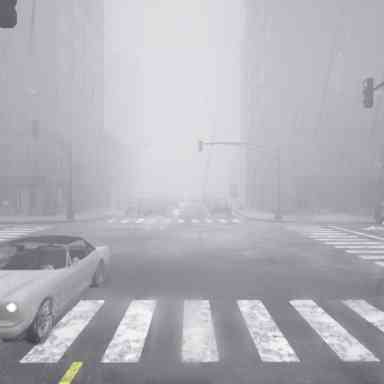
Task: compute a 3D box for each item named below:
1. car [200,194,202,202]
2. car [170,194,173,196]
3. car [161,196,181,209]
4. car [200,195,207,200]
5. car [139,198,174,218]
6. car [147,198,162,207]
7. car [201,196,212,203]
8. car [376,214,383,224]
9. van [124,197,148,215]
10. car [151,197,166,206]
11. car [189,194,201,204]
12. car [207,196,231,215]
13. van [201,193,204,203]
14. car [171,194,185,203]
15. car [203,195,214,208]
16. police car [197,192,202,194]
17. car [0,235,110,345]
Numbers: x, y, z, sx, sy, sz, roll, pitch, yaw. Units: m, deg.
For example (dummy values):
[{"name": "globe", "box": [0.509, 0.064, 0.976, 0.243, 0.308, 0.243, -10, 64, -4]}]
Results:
[{"name": "car", "box": [2.953, 1.527, 61.931, 1.752, 1.417, 4.829, 0, 0, 0]}, {"name": "car", "box": [-5.546, 1.566, 67.463, 1.947, 1.339, 4.313, 0, 0, 0]}, {"name": "car", "box": [-2.888, 1.604, 46.332, 1.895, 1.301, 4.718, 0, 0, 0]}, {"name": "car", "box": [3.086, 1.557, 90.108, 1.947, 1.339, 4.313, 0, 0, 0]}, {"name": "car", "box": [-3.133, 1.565, 30.523, 1.994, 1.385, 4.181, 0, 0, 5]}, {"name": "car", "box": [-5.626, 1.585, 50.458, 1.802, 1.307, 4.206, 0, 0, 0]}, {"name": "car", "box": [2.979, 1.551, 67.431, 2.008, 1.369, 4.403, 0, 0, 0]}, {"name": "car", "box": [14.598, 1.563, 20.752, 5.357, 1.411, 2.033, 0, 0, 0]}, {"name": "van", "box": [-5.706, 1.343, 33.453, 1.690, 1.788, 3.998, 0, 0, 0]}, {"name": "car", "box": [-5.600, 1.568, 56.127, 1.947, 1.339, 4.313, 0, 0, 0]}, {"name": "car", "box": [0.296, 1.527, 63.821, 1.812, 1.442, 4.674, 0, 0, 0]}, {"name": "car", "box": [2.820, 1.442, 33.416, 1.967, 1.590, 4.097, 0, 0, 0]}, {"name": "van", "box": [2.926, 1.343, 56.092, 1.690, 1.788, 3.998, 0, 0, 0]}, {"name": "car", "box": [-2.696, 1.601, 67.274, 1.895, 1.301, 4.718, 0, 0, 1]}, {"name": "car", "box": [2.873, 1.443, 44.754, 1.967, 1.590, 4.097, 0, 0, 0]}, {"name": "police car", "box": [2.735, 1.420, 79.522, 1.930, 1.638, 5.238, 0, 0, 0]}, {"name": "car", "box": [-3.091, 1.603, 6.513, 1.895, 1.301, 4.718, 0, 0, 0]}]
